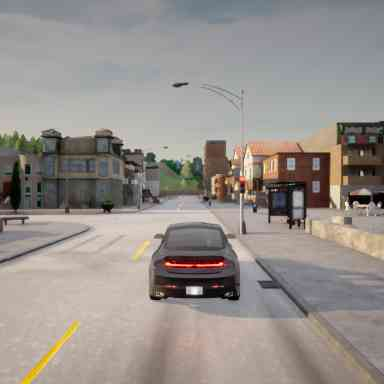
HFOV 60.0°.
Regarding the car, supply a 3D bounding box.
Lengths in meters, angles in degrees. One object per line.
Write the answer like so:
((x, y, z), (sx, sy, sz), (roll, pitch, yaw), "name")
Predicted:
((0.068, 1.505, 8.337), (1.837, 1.490, 4.892), (0, 0, 1), "car")
